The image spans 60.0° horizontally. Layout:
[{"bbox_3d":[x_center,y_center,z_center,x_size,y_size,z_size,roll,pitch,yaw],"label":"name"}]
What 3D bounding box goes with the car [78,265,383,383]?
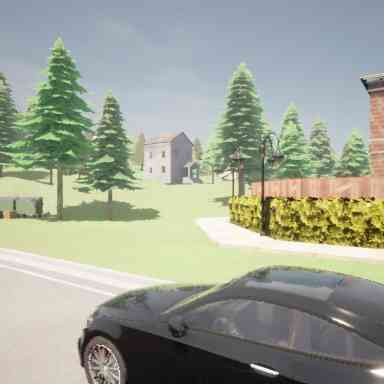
[{"bbox_3d":[0.831,1.526,3.390,4.674,1.442,1.812,0,0,36],"label":"car"}]
